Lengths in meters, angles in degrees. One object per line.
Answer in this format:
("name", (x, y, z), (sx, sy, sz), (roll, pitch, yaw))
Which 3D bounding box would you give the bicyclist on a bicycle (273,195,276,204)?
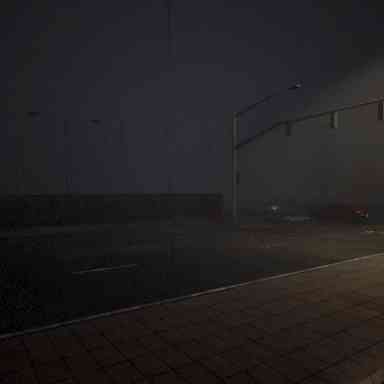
("bicyclist on a bicycle", (13.415, 1.300, 54.019), (0.582, 1.620, 1.656), (0, 0, 22))

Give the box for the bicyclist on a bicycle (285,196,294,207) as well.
("bicyclist on a bicycle", (14.378, 1.453, 49.104), (1.656, 1.620, 0.582), (0, 0, -22))

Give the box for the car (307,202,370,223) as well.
("car", (11.248, 1.526, 25.771), (1.812, 1.442, 4.674), (0, 0, -37))
